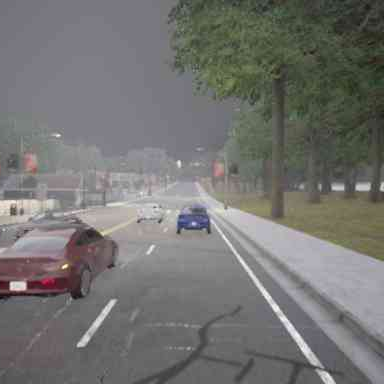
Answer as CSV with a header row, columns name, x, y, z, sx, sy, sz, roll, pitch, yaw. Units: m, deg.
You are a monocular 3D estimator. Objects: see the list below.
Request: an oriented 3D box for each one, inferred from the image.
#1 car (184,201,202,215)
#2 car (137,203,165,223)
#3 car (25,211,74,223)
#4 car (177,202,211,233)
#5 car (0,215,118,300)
name,x,y,z,sx,sy,sz,roll,pitch,yaw
car,0.106,1.738,36.300,1.895,1.301,4.718,0,0,0
car,-3.148,1.608,26.246,1.812,1.442,4.674,0,0,0
car,-6.575,1.595,15.702,1.994,1.385,4.181,0,0,0
car,0.103,1.526,19.892,1.882,1.535,5.008,0,0,0
car,-3.154,1.534,8.318,1.812,1.442,4.674,0,0,0
